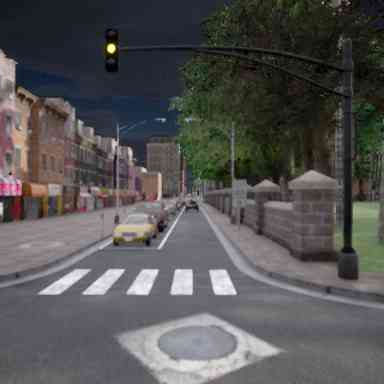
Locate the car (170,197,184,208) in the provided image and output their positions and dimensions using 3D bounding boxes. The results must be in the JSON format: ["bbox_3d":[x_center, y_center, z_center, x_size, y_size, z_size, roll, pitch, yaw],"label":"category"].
[{"bbox_3d":[-2.633,1.857,58.615,2.192,1.841,5.009,0,-1,0],"label":"car"}]

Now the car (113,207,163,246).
[{"bbox_3d":[-2.648,1.673,16.284,1.752,1.417,4.829,0,-1,0],"label":"car"}]

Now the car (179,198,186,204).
[{"bbox_3d":[-2.621,2.418,89.960,1.802,1.307,4.206,0,-1,0],"label":"car"}]

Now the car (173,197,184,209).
[{"bbox_3d":[-2.638,1.883,48.072,1.967,1.590,4.097,0,-1,0],"label":"car"}]

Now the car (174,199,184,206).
[{"bbox_3d":[-2.629,2.165,68.983,1.752,1.417,4.829,0,-1,0],"label":"car"}]

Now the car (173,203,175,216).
[{"bbox_3d":[-2.648,1.812,26.992,1.947,1.339,4.313,0,-1,0],"label":"car"}]

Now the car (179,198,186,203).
[{"bbox_3d":[-2.620,2.436,93.623,1.947,1.339,4.313,0,-1,0],"label":"car"}]

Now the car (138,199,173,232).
[{"bbox_3d":[-2.650,1.513,21.724,2.192,1.841,5.009,0,-1,0],"label":"car"}]

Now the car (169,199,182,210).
[{"bbox_3d":[-2.636,1.933,53.343,1.967,1.590,4.097,0,-1,0],"label":"car"}]

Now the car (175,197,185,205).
[{"bbox_3d":[-2.626,2.006,74.425,2.192,1.841,5.009,0,-1,0],"label":"car"}]

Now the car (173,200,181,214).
[{"bbox_3d":[-2.643,1.895,37.532,2.008,1.369,4.403,0,-1,0],"label":"car"}]

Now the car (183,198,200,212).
[{"bbox_3d":[0.009,1.937,46.386,1.837,1.490,4.892,0,-1,0],"label":"car"}]

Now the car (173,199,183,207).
[{"bbox_3d":[-2.631,2.115,63.712,1.752,1.417,4.829,0,-1,0],"label":"car"}]
